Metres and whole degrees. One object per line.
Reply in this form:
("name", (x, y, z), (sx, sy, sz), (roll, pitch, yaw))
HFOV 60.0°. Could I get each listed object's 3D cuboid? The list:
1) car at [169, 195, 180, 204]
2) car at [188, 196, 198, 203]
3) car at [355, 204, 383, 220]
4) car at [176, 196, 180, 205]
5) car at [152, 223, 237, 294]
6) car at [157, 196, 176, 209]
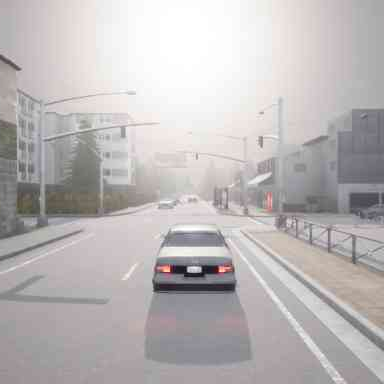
("car", (-3.467, 1.477, 67.240), (1.882, 1.535, 5.008), (0, 0, 1))
("car", (0.156, 1.525, 68.830), (1.812, 1.442, 4.674), (0, 0, 0))
("car", (16.739, 1.740, 29.327), (4.181, 1.385, 1.994), (0, 0, 0))
("car", (-3.541, 1.505, 55.853), (1.837, 1.490, 4.892), (0, 0, 0))
("car", (0.067, 1.547, 8.944), (2.033, 1.411, 5.357), (0, 0, 1))
("car", (-3.561, 1.526, 45.849), (1.812, 1.442, 4.674), (0, 0, 0))
